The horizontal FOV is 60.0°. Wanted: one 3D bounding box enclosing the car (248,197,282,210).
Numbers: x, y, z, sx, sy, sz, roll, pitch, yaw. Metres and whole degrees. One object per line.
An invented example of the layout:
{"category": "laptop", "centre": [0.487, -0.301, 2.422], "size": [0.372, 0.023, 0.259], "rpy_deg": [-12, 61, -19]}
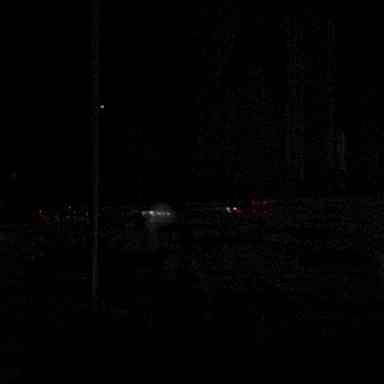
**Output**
{"category": "car", "centre": [9.753, 1.408, 44.092], "size": [2.097, 1.767, 4.553], "rpy_deg": [0, 0, 36]}

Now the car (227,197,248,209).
{"category": "car", "centre": [6.802, 1.574, 45.562], "size": [1.812, 1.442, 4.674], "rpy_deg": [0, 0, 36]}

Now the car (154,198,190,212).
{"category": "car", "centre": [-2.044, 1.589, 39.036], "size": [1.994, 1.385, 4.181], "rpy_deg": [0, 0, 36]}

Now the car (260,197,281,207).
{"category": "car", "centre": [12.780, 1.589, 53.983], "size": [1.812, 1.442, 4.674], "rpy_deg": [0, 0, 36]}

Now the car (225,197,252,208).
{"category": "car", "centre": [7.225, 1.570, 51.811], "size": [2.128, 1.511, 4.902], "rpy_deg": [0, 0, 36]}

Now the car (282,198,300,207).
{"category": "car", "centre": [15.421, 1.634, 52.087], "size": [1.994, 1.385, 4.181], "rpy_deg": [0, 0, 36]}

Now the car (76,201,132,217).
{"category": "car", "centre": [-7.914, 1.612, 30.867], "size": [1.895, 1.301, 4.718], "rpy_deg": [0, 0, 36]}

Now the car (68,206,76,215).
{"category": "car", "centre": [-10.001, 1.606, 33.531], "size": [1.895, 1.301, 4.718], "rpy_deg": [0, 0, 36]}

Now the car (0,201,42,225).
{"category": "car", "centre": [-13.004, 1.564, 23.764], "size": [1.994, 1.385, 4.181], "rpy_deg": [0, 0, 36]}

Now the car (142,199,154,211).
{"category": "car", "centre": [-4.199, 1.545, 41.619], "size": [1.812, 1.442, 4.674], "rpy_deg": [0, 0, 36]}
